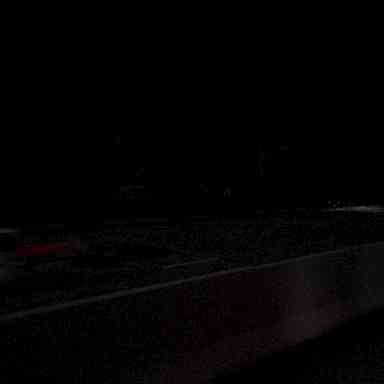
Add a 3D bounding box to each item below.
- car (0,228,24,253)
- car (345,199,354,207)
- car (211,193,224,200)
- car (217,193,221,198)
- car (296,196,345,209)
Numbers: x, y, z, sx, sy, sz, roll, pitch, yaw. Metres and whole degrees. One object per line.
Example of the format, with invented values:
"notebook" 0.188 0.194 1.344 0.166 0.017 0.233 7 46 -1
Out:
"car" -8.306 1.608 10.973 4.718 1.301 1.895 0 0 -35
"car" 16.663 1.086 39.656 1.895 1.301 4.718 -1 1 -37
"car" 5.427 0.876 70.310 1.994 1.385 4.181 -1 1 -6
"car" 4.716 1.032 56.551 2.033 1.411 5.357 -1 1 -35
"car" 13.946 1.143 36.911 1.895 1.301 4.718 -1 1 -29
